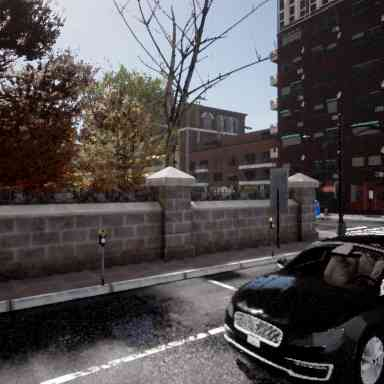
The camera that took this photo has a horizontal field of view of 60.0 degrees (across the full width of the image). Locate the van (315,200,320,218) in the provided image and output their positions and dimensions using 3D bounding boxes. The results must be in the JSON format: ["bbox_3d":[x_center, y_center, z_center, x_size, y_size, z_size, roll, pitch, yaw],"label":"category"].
[{"bbox_3d":[10.496,1.647,32.597,1.690,1.788,3.998,-1,0,-36],"label":"van"}]

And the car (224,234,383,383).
[{"bbox_3d":[2.698,1.506,5.307,4.892,1.490,1.837,0,0,-36],"label":"car"}]
